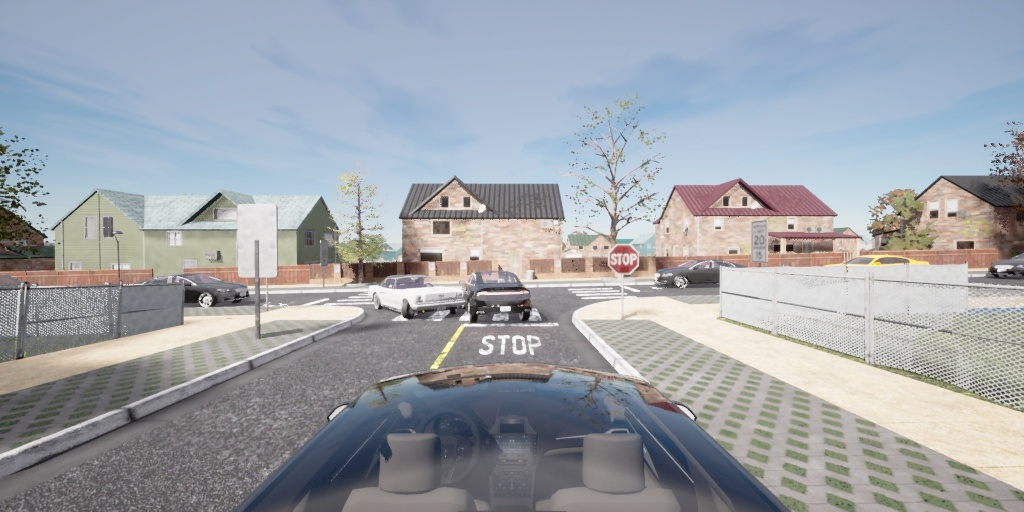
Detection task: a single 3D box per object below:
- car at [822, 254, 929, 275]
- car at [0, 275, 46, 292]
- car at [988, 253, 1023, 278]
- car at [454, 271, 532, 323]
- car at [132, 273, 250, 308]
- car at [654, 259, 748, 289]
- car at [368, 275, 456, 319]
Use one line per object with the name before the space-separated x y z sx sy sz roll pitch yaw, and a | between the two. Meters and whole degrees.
car | 19.759 0.691 19.676 5.008 1.535 1.882 -1 1 -1
car | -24.241 1.648 16.540 4.553 1.767 2.097 -1 1 0
car | 29.383 0.478 19.713 4.902 1.511 2.128 -1 1 0
car | -0.688 1.243 12.228 2.128 1.511 4.902 0 0 -12
car | -14.904 1.567 16.581 4.902 1.511 2.128 -1 1 0
car | 10.328 0.926 19.638 4.902 1.511 2.128 -1 1 0
car | -3.603 1.368 13.087 1.895 1.301 4.718 0 0 -38
